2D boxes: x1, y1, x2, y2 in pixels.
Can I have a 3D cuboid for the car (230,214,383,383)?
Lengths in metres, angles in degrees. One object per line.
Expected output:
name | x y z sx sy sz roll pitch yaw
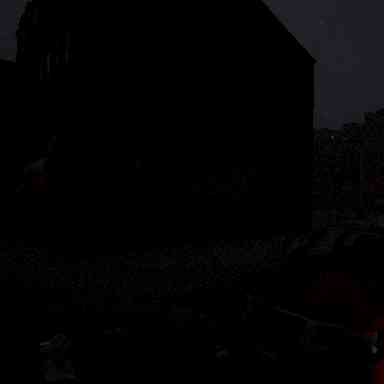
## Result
car | 2.803 1.317 4.779 5.009 1.841 2.192 0 1 -35

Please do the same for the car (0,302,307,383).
car | -1.707 1.549 1.569 4.403 1.369 2.008 0 1 -35
